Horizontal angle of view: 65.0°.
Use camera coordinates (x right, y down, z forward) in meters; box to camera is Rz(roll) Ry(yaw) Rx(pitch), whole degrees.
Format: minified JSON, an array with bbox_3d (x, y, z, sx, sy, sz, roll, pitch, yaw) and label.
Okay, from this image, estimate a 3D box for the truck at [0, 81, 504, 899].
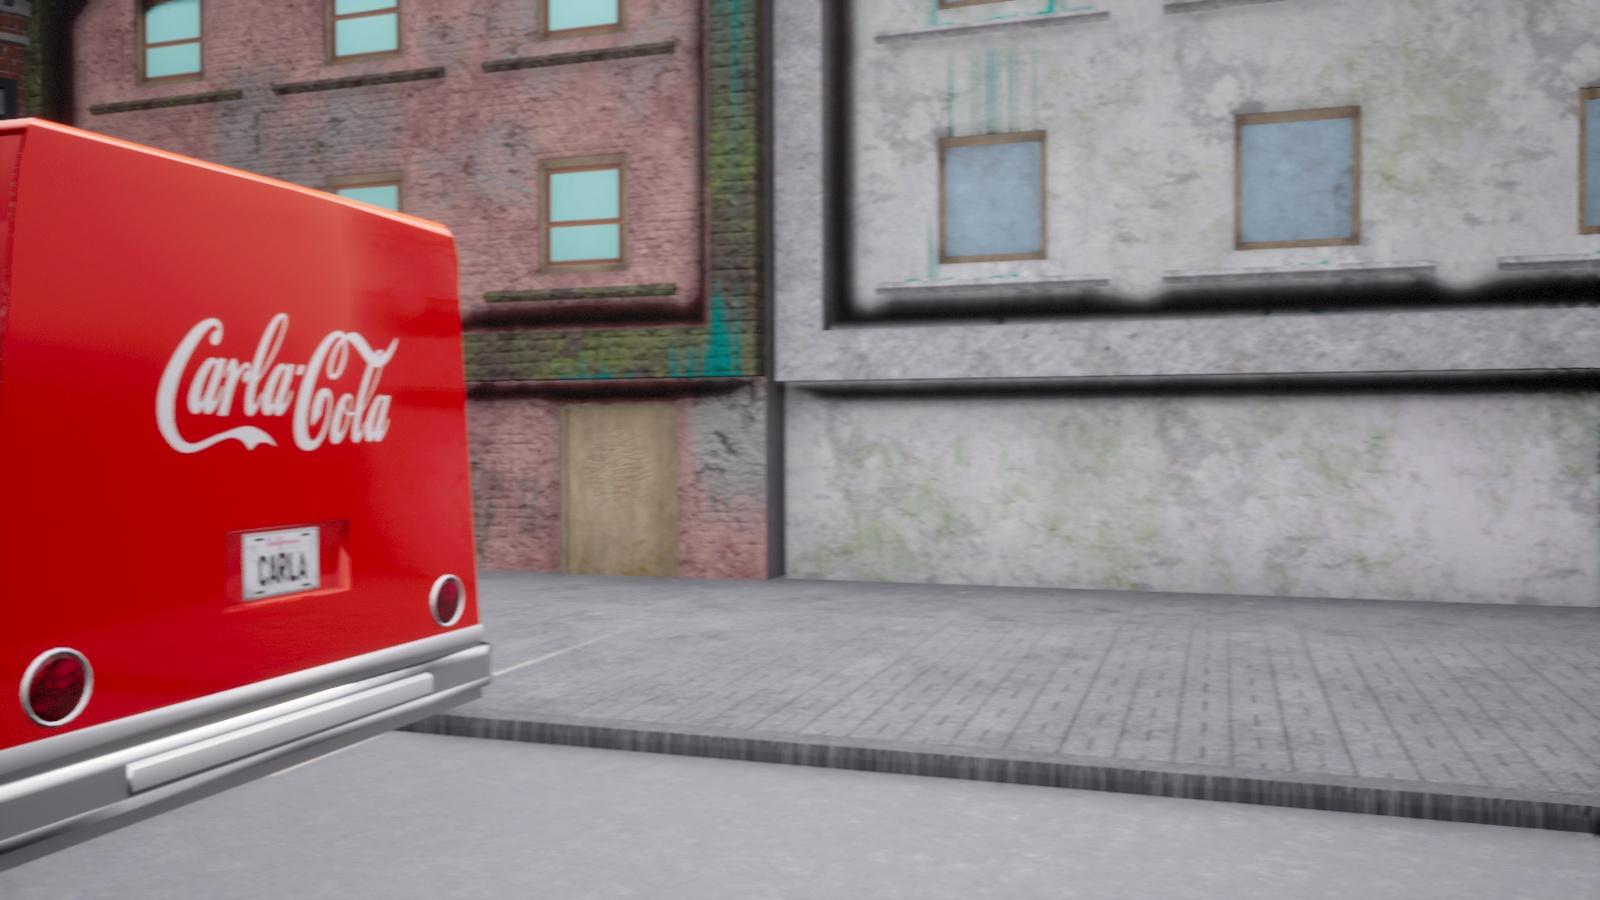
[{"bbox_3d":[-4.192,0.242,5.123,5.204,2.467,2.627,1,1,19],"label":"truck"}]
